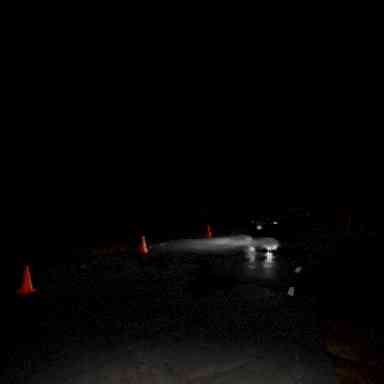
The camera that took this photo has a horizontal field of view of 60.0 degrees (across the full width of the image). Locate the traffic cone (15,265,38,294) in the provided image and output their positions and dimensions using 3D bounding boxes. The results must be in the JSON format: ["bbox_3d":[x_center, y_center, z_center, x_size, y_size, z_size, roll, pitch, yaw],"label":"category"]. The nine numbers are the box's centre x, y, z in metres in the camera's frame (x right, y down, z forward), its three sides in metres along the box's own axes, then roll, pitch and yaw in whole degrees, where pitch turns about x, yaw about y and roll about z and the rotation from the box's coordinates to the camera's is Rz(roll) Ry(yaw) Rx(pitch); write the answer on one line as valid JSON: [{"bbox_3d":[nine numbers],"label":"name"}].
[{"bbox_3d":[-3.741,1.949,7.525,0.340,0.580,0.340,0,0,16],"label":"traffic cone"}]

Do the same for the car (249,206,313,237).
[{"bbox_3d":[5.157,1.587,18.911,2.128,1.511,4.902,0,0,44],"label":"car"}]

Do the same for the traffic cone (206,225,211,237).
[{"bbox_3d":[0.861,2.009,17.354,0.340,0.580,0.340,0,0,35],"label":"traffic cone"}]

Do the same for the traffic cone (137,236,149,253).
[{"bbox_3d":[-1.855,1.973,12.621,0.340,0.580,0.340,0,0,25],"label":"traffic cone"}]

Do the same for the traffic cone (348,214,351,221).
[{"bbox_3d":[13.213,2.152,27.858,0.340,0.580,0.340,1,0,-26],"label":"traffic cone"}]
